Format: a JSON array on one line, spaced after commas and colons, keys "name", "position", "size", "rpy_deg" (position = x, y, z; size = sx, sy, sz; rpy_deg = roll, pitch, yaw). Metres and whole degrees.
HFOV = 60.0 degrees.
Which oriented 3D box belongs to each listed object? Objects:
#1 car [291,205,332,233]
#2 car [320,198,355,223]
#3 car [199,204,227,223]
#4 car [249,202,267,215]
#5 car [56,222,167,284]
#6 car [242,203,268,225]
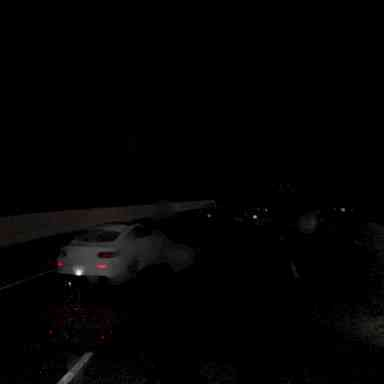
[{"name": "car", "position": [7.556, 1.772, 21.723], "size": [1.812, 1.442, 4.674], "rpy_deg": [0, -1, 12]}, {"name": "car", "position": [12.871, 1.572, 29.671], "size": [2.150, 2.045, 5.566], "rpy_deg": [0, -1, 12]}, {"name": "car", "position": [1.886, 1.753, 28.599], "size": [1.882, 1.535, 5.008], "rpy_deg": [0, -1, 12]}, {"name": "car", "position": [8.184, 1.991, 40.963], "size": [1.994, 1.385, 4.181], "rpy_deg": [0, 0, 12]}, {"name": "car", "position": [-2.121, 1.605, 9.824], "size": [1.812, 1.442, 4.674], "rpy_deg": [0, -1, 11]}, {"name": "car", "position": [5.088, 1.842, 26.773], "size": [1.994, 1.385, 4.181], "rpy_deg": [0, -1, 11]}]
